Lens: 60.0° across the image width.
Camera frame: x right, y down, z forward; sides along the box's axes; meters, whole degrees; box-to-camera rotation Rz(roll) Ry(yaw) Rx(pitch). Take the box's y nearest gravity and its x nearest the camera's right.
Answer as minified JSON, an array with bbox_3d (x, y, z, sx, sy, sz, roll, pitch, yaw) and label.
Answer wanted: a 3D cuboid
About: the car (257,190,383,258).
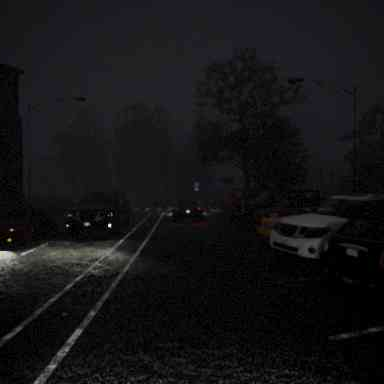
[{"bbox_3d":[5.215,1.087,10.518,5.566,2.045,2.435,0,2,-21],"label":"car"}]

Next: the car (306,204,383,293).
[{"bbox_3d":[5.252,1.267,7.551,4.553,1.767,2.185,0,1,-21],"label":"car"}]

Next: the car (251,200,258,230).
[{"bbox_3d":[5.353,1.271,13.590,5.366,1.575,1.946,0,1,-21],"label":"car"}]

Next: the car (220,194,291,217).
[{"bbox_3d":[4.843,0.954,25.394,4.892,1.521,2.231,0,1,-22],"label":"car"}]

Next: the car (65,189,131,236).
[{"bbox_3d":[-4.471,0.921,16.746,2.150,2.045,5.566,0,2,-1],"label":"car"}]

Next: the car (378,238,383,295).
[{"bbox_3d":[5.334,1.467,4.604,4.792,1.488,2.163,0,1,-21],"label":"car"}]

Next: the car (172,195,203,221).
[{"bbox_3d":[-0.307,1.111,22.195,1.994,1.385,4.181,0,1,-2],"label":"car"}]

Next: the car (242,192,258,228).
[{"bbox_3d":[5.146,1.073,16.491,4.553,1.767,2.185,0,2,-22],"label":"car"}]

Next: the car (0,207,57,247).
[{"bbox_3d":[-7.216,1.342,13.745,1.994,1.385,4.181,0,1,-1],"label":"car"}]

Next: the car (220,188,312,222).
[{"bbox_3d":[4.976,0.784,22.431,5.566,2.045,2.435,0,1,-22],"label":"car"}]

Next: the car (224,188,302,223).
[{"bbox_3d":[5.015,0.866,19.430,5.566,2.045,2.435,0,2,-22],"label":"car"}]

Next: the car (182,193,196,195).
[{"bbox_3d":[-0.301,0.758,36.633,1.895,1.301,4.718,0,2,4],"label":"car"}]
